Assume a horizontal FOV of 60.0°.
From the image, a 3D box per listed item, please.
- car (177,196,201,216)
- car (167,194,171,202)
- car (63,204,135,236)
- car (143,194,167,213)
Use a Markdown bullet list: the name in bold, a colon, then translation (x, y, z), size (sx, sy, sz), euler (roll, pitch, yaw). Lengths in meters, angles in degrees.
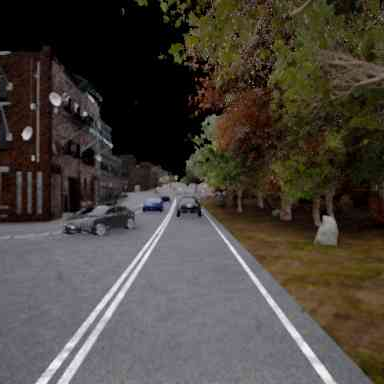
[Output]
- **car**: translation (-0.296, 1.168, 29.910), size (2.097, 1.767, 4.553), euler (0, 1, -1)
- **car**: translation (-4.472, 1.010, 55.169), size (1.895, 1.301, 4.718), euler (0, 1, -2)
- **car**: translation (-4.823, 1.424, 17.980), size (1.837, 1.490, 4.892), euler (1, 1, 19)
- **car**: translation (-3.832, 1.251, 33.572), size (1.882, 1.535, 5.008), euler (0, 1, -2)
